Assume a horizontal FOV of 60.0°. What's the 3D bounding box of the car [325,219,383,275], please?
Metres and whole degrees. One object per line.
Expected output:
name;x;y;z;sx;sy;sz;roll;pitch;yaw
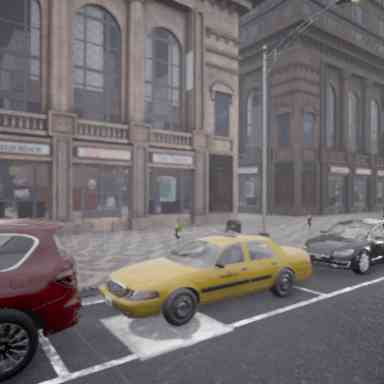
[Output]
car;5.253;1.546;10.390;4.403;1.369;2.008;0;0;-35

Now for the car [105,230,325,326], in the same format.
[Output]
car;0.554;1.523;7.039;4.829;1.417;1.752;0;0;-35

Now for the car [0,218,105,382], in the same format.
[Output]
car;-3.869;1.316;3.884;5.009;1.841;2.192;0;0;-35
